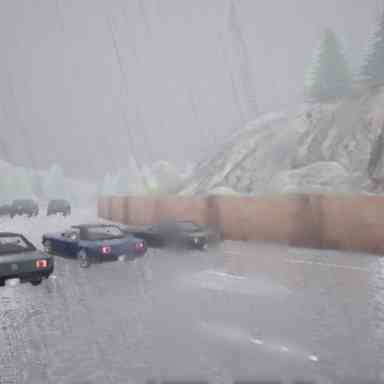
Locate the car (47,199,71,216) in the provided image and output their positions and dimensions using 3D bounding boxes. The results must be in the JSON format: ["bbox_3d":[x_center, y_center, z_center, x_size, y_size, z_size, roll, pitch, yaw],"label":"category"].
[{"bbox_3d":[-17.034,1.979,42.848,2.150,2.045,5.566,0,-1,-12],"label":"car"}]

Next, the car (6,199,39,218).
[{"bbox_3d":[-19.799,1.913,39.561,2.150,2.045,5.566,0,-1,-14],"label":"car"}]

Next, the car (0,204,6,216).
[{"bbox_3d":[-23.660,2.196,41.489,1.882,1.535,5.008,0,-1,-13],"label":"car"}]

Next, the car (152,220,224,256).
[{"bbox_3d":[-1.007,1.868,14.389,1.895,1.301,4.718,1,-1,-45],"label":"car"}]

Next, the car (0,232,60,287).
[{"bbox_3d":[-5.593,1.760,9.045,4.718,1.301,1.895,-1,-1,45],"label":"car"}]

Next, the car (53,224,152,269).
[{"bbox_3d":[-3.736,1.820,12.080,1.895,1.301,4.718,1,-1,-44],"label":"car"}]
